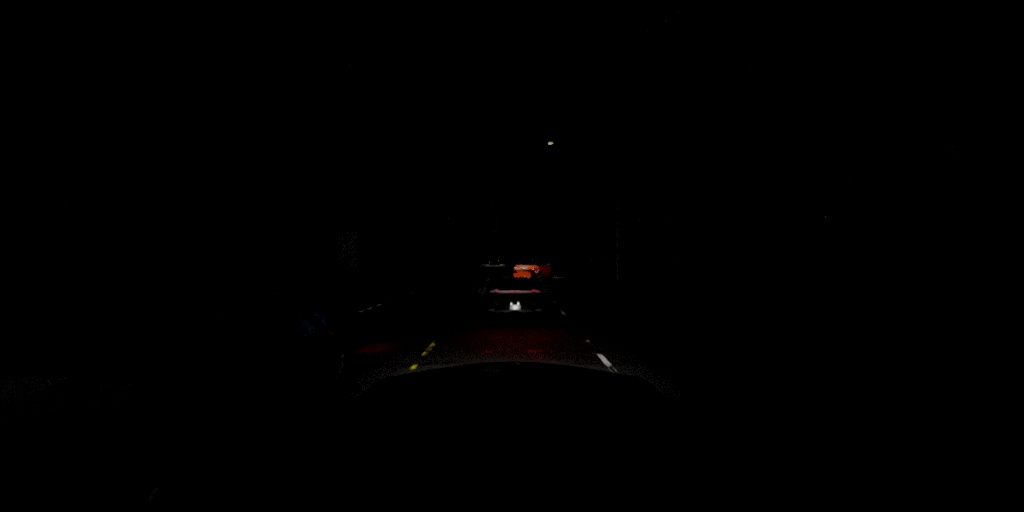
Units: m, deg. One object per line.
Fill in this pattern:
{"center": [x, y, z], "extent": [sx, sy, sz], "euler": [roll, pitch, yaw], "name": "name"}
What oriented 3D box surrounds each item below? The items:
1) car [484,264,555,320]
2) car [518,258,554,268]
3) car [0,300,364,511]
{"center": [0.095, 1.187, 12.292], "extent": [2.128, 1.511, 4.902], "euler": [0, 0, 0], "name": "car"}
{"center": [1.802, 0.963, 27.691], "extent": [2.097, 1.767, 4.553], "euler": [0, 0, 23], "name": "car"}
{"center": [-3.599, 1.285, 4.211], "extent": [2.033, 1.411, 5.357], "euler": [0, 0, 0], "name": "car"}
